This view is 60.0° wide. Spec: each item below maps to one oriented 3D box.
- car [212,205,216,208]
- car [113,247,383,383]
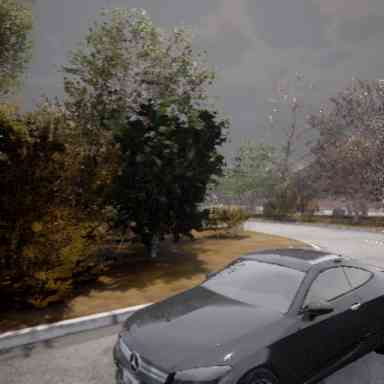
[{"bbox_3d":[1.929,1.887,32.972,2.128,1.511,4.902,2,-1,-30],"label":"car"},{"bbox_3d":[1.262,1.576,4.612,4.674,1.442,1.812,1,0,-38],"label":"car"}]
